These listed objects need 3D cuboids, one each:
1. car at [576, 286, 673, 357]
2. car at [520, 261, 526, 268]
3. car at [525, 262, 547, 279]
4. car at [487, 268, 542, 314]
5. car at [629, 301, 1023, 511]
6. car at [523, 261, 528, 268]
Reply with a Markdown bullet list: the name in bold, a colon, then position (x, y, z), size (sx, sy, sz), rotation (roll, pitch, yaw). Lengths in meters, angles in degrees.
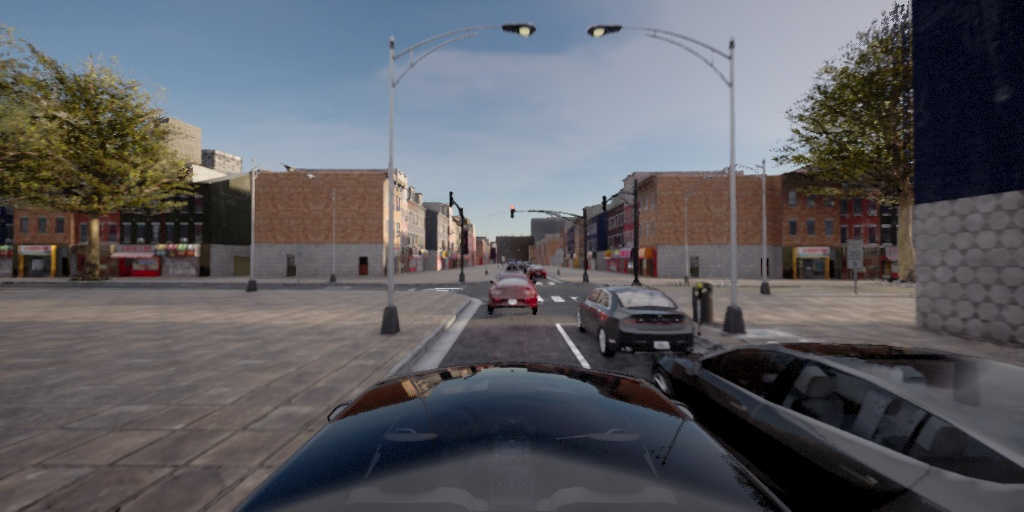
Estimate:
- **car**: position (2.638, 1.360, 8.508), size (2.007, 1.370, 4.403), rotation (0, 0, 0)
- **car**: position (2.643, 1.845, 54.573), size (1.948, 1.339, 4.313), rotation (0, 0, 0)
- **car**: position (2.641, 1.636, 37.537), size (1.888, 1.381, 4.507), rotation (0, 0, 0)
- **car**: position (0.043, 1.388, 14.316), size (1.812, 1.442, 4.674), rotation (0, -1, 0)
- **car**: position (2.637, 1.325, 2.833), size (1.948, 1.339, 4.313), rotation (0, 0, 0)
- **car**: position (2.642, 1.676, 43.386), size (1.751, 1.417, 4.829), rotation (0, 0, 0)
